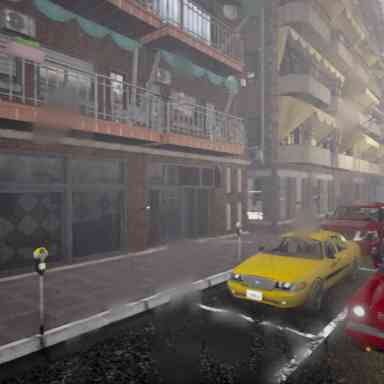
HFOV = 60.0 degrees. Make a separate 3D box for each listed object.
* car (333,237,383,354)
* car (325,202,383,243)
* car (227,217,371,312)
[{"bbox_3d":[4.043,1.601,5.427,1.895,1.301,4.718,0,0,39],"label":"car"},{"bbox_3d":[6.249,1.315,12.221,2.192,1.841,5.009,0,0,39],"label":"car"},{"bbox_3d":[2.638,1.524,7.817,1.752,1.417,4.829,0,0,39],"label":"car"}]
